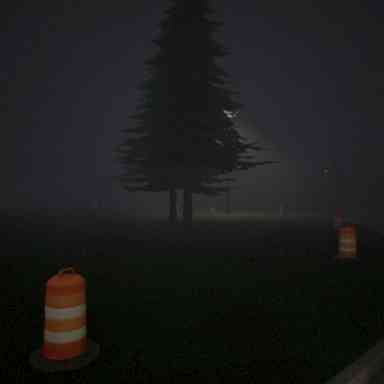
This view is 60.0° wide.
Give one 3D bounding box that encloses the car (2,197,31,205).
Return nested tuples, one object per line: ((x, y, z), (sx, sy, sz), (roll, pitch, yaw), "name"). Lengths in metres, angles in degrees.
((-33.861, 1.807, 63.372), (5.357, 1.411, 2.033), (0, -1, 26), "car")

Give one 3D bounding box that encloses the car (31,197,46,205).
((-32.307, 1.782, 66.509), (5.008, 1.535, 1.882), (0, -1, 26), "car")

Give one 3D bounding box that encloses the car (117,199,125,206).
((-15.559, 2.025, 66.026), (5.008, 1.535, 1.882), (0, 0, 27), "car")

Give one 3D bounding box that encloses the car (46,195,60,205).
((-30.754, 1.866, 69.645), (4.902, 1.511, 2.128), (0, -1, 26), "car")

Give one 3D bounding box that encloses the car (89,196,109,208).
((-18.257, 1.690, 59.550), (5.566, 2.045, 2.150), (0, -1, 26), "car")

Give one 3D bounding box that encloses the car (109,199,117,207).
((-17.012, 2.036, 62.839), (4.674, 1.442, 1.812), (0, -1, 27), "car")

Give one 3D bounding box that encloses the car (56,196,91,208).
((-20.211, 1.914, 56.613), (5.008, 1.535, 1.882), (0, 0, 27), "car")

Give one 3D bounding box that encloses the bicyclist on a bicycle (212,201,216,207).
((3.996, 1.894, 60.871), (0.582, 1.620, 1.656), (0, 0, 26), "bicyclist on a bicycle")
